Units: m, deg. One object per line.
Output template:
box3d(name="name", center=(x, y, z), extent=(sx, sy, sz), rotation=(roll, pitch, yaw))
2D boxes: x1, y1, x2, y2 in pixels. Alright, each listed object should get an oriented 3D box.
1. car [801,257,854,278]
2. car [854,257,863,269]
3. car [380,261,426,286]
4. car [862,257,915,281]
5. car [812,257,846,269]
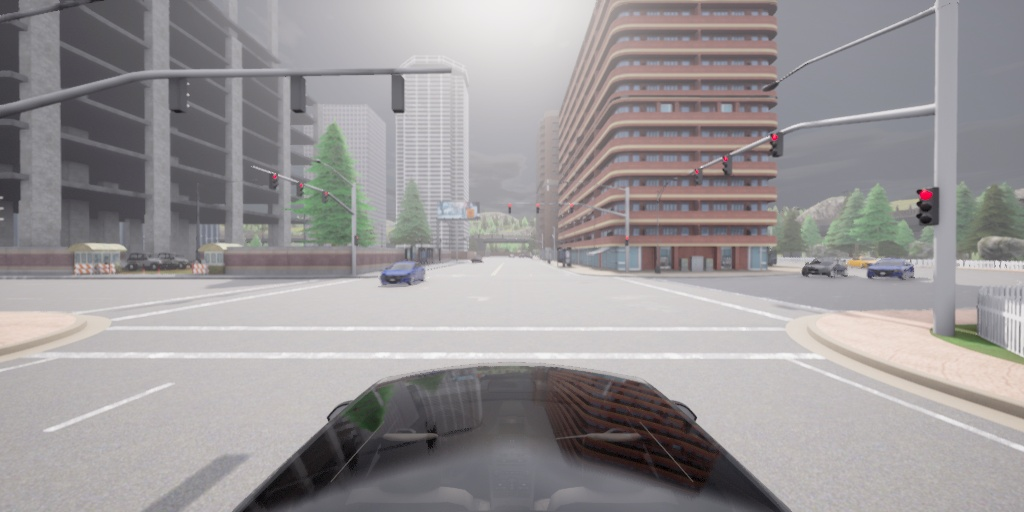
box3d(name="car", center=(25.681, 0.979, 29.361), extent=(4.892, 1.490, 1.837), rotation=(0, 1, -31))
box3d(name="car", center=(43.739, 0.832, 44.368), extent=(1.882, 1.535, 5.008), rotation=(0, 0, 24))
box3d(name="car", center=(-7.002, 1.099, 23.501), extent=(1.882, 1.535, 5.008), rotation=(0, 1, 0))
box3d(name="car", center=(28.750, 0.969, 27.150), extent=(5.008, 1.535, 1.882), rotation=(0, 1, -33))
box3d(name="car", center=(40.768, 0.848, 46.244), extent=(1.837, 1.490, 4.892), rotation=(0, 0, 23))
